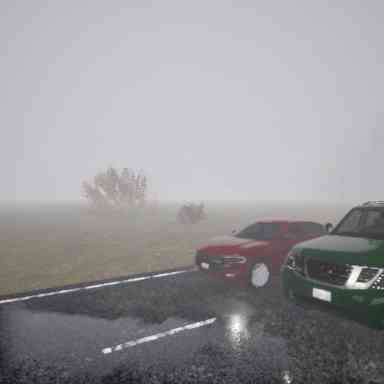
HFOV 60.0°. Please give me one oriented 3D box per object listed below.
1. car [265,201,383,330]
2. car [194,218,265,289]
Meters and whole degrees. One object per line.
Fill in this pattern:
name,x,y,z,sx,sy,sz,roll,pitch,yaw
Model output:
car,4.240,1.220,6.712,5.566,2.045,2.150,0,0,-36
car,2.348,1.476,9.355,5.008,1.535,1.882,0,0,-36
